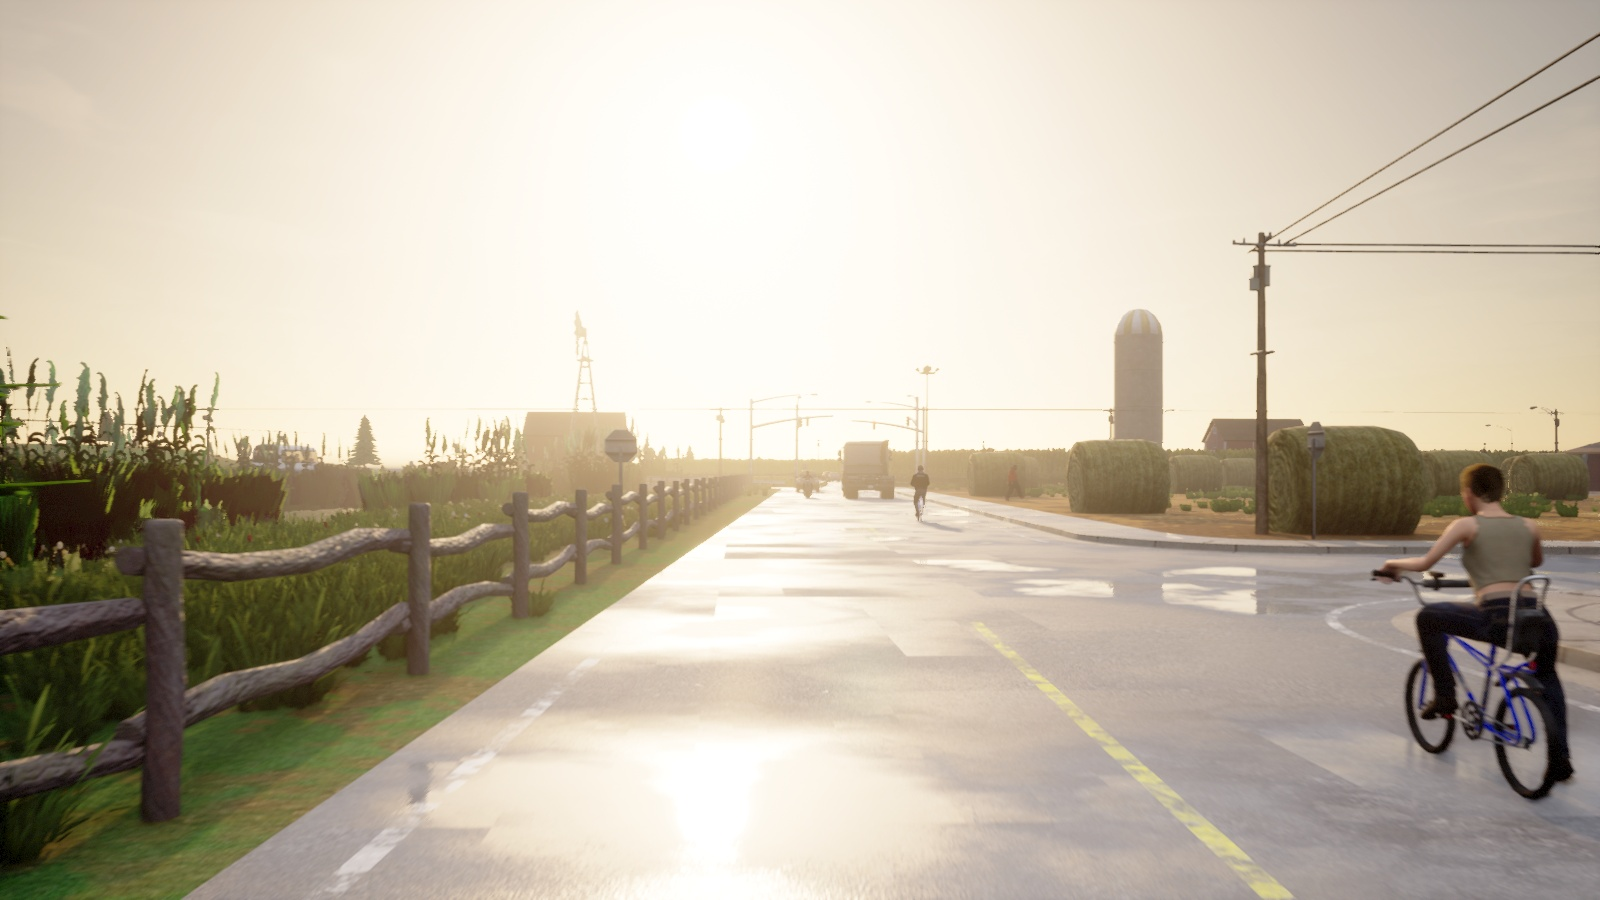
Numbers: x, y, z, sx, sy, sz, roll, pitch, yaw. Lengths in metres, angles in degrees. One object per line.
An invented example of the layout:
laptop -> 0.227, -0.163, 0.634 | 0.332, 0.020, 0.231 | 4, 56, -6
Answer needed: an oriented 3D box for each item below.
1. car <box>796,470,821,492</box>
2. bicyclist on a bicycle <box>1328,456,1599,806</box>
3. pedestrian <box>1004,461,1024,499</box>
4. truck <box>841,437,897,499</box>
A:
car -> 0.627, 2.255, 92.354 | 1.851, 1.617, 3.988 | 0, -1, 0
bicyclist on a bicycle -> 3.506, 0.847, 6.559 | 0.866, 1.612, 1.509 | 0, -1, 1
pedestrian -> 10.453, 1.458, 61.338 | 0.899, 1.844, 0.634 | 0, -1, 10
truck -> 3.995, 1.055, 74.010 | 2.891, 3.462, 7.936 | 0, -1, 0
